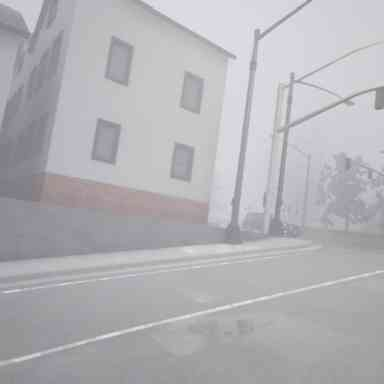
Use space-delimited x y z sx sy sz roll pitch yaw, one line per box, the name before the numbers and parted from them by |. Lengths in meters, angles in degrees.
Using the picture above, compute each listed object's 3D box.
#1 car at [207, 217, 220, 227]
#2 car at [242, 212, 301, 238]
car | 0.921 3.298 37.887 2.033 1.411 5.357 12 -7 -35
car | 6.927 2.956 29.580 2.150 2.045 5.566 12 -7 -35
